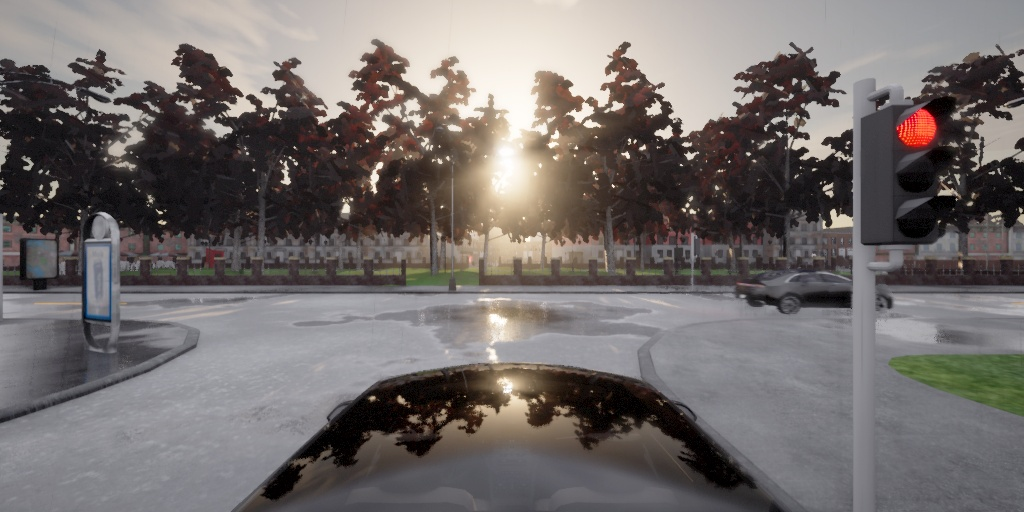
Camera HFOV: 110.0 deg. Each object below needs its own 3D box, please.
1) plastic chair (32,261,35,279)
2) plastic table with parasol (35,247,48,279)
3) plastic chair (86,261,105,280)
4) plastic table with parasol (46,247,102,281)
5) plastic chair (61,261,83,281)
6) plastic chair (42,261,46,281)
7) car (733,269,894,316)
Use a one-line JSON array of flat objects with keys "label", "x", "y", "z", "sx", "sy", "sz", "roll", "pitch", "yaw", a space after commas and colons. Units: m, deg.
[{"label": "plastic chair", "x": -44.632, "y": 1.289, "z": 34.067, "sx": 0.730, "sy": 1.272, "sz": 0.750, "roll": 0, "pitch": 0, "yaw": -41}, {"label": "plastic table with parasol", "x": -43.625, "y": 0.615, "z": 34.817, "sx": 2.482, "sy": 2.480, "sz": 2.482, "roll": 0, "pitch": 0, "yaw": -39}, {"label": "plastic chair", "x": -38.205, "y": 1.291, "z": 32.910, "sx": 0.730, "sy": 1.272, "sz": 0.750, "roll": 0, "pitch": 0, "yaw": -40}, {"label": "plastic table with parasol", "x": -39.202, "y": 0.689, "z": 32.177, "sx": 2.482, "sy": 2.480, "sz": 2.482, "roll": 0, "pitch": 0, "yaw": -40}, {"label": "plastic chair", "x": -38.300, "y": 1.301, "z": 31.204, "sx": 0.750, "sy": 1.272, "sz": 0.730, "roll": 0, "pitch": 0, "yaw": -35}, {"label": "plastic chair", "x": -40.233, "y": 1.288, "z": 31.431, "sx": 0.730, "sy": 1.272, "sz": 0.750, "roll": 0, "pitch": 0, "yaw": -40}, {"label": "car", "x": 10.675, "y": 1.239, "z": 12.837, "sx": 4.902, "sy": 1.511, "sz": 2.128, "roll": 0, "pitch": 0, "yaw": 0}]
